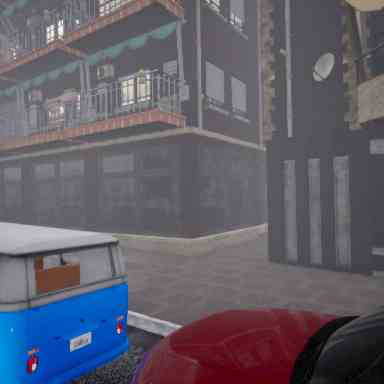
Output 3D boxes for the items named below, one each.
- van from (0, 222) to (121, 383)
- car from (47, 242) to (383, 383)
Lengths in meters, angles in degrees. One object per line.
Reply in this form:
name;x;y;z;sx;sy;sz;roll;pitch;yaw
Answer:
van;-2.683;1.343;4.588;3.998;1.788;1.690;0;-1;35
car;1.840;1.315;1.403;5.009;1.841;2.192;0;-1;35
